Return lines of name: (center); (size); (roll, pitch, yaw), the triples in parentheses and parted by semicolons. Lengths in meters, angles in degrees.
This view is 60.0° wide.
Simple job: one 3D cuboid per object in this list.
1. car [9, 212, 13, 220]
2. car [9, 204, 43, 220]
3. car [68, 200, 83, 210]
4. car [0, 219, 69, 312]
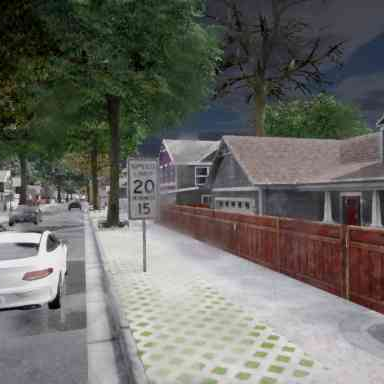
car: (-8.627, 1.709, 12.972); (1.994, 1.385, 4.181); (-1, 0, -18)
car: (-12.793, 1.750, 25.796); (1.837, 1.490, 4.892); (-1, 0, -18)
car: (-17.611, 1.955, 50.077); (1.837, 1.490, 4.892); (-1, -1, -18)
car: (-3.840, 1.576, 7.481); (1.812, 1.442, 4.674); (-1, 0, -18)
